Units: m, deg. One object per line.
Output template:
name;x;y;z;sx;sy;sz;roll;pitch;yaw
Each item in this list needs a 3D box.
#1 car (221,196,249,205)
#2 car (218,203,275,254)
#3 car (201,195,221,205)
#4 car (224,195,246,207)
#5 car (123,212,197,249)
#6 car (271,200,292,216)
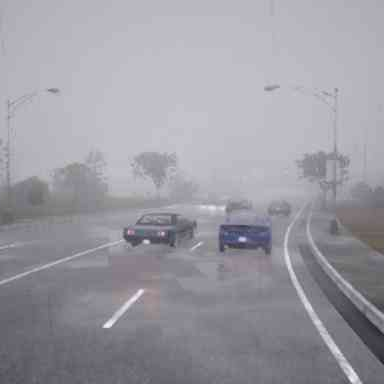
car;4.433;1.365;31.073;1.837;1.490;4.892;1;1;20
car;2.328;1.457;13.705;1.882;1.535;5.008;1;0;14
car;2.916;1.135;47.598;1.895;1.301;4.718;1;1;21
car;5.925;1.201;45.666;1.895;1.301;4.718;1;1;21
car;-1.129;1.536;14.415;1.895;1.301;4.718;1;0;14
car;8.402;1.455;31.718;1.994;1.385;4.181;1;1;20
